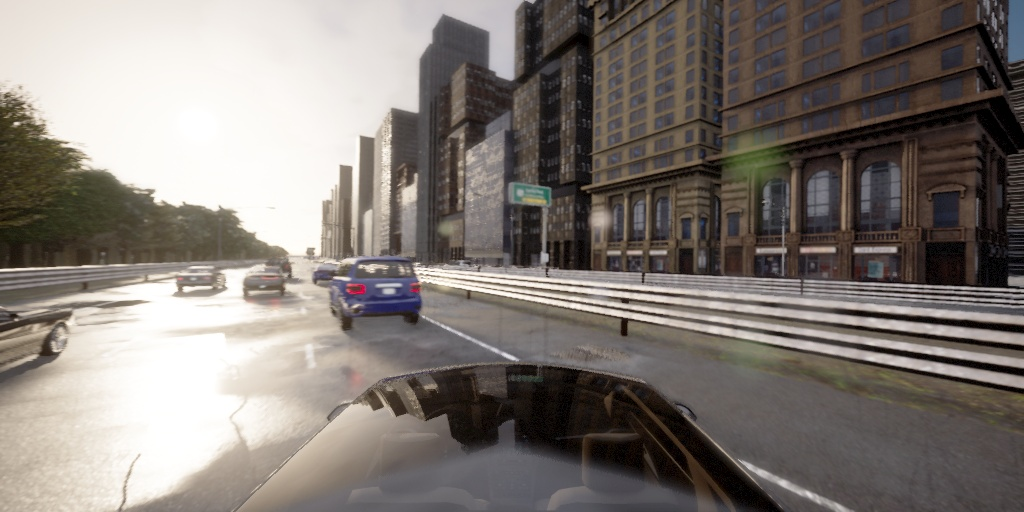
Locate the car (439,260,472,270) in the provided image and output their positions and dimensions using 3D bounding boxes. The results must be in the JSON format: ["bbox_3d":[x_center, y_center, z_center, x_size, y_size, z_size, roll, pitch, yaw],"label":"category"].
[{"bbox_3d":[-8.055,1.643,51.291,5.566,2.045,2.150,0,-1,41],"label":"car"}]

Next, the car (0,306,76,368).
[{"bbox_3d":[-8.900,1.298,5.302,1.895,1.301,4.718,1,-1,-31],"label":"car"}]

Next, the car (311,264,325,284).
[{"bbox_3d":[-15.277,1.409,29.446,1.882,1.535,5.008,1,-1,-31],"label":"car"}]

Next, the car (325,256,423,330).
[{"bbox_3d":[-4.649,1.044,11.818,2.150,2.045,5.566,1,-1,-31],"label":"car"}]

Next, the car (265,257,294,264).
[{"bbox_3d":[-22.943,1.150,35.387,2.150,2.045,5.566,1,-1,-31],"label":"car"}]

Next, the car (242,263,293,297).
[{"bbox_3d":[-13.574,1.320,19.838,2.128,1.511,4.902,1,-1,-31],"label":"car"}]

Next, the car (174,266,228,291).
[{"bbox_3d":[-19.059,1.346,22.156,2.033,1.411,5.357,1,-1,-31],"label":"car"}]
